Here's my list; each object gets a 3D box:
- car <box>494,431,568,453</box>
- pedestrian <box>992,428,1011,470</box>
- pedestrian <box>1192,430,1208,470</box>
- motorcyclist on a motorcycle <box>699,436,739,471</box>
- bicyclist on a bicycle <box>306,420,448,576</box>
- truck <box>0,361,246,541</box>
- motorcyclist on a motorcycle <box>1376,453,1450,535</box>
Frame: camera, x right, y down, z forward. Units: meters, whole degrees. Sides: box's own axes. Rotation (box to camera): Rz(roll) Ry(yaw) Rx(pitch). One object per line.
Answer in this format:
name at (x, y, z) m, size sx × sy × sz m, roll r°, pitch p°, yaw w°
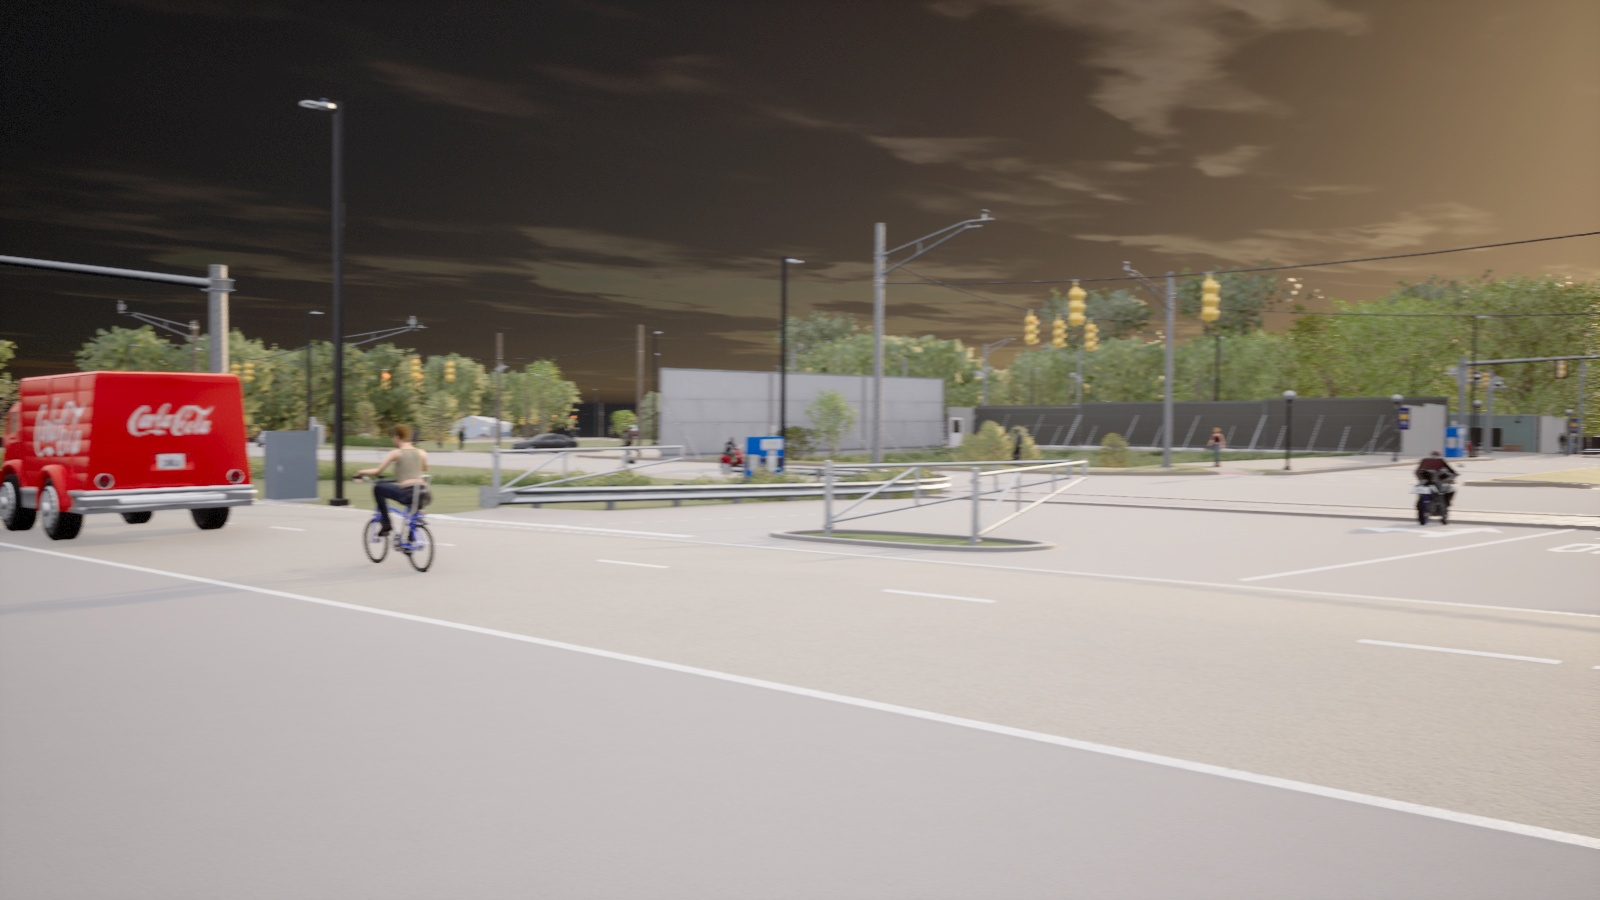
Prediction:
car at (-19.433, -0.558, 90.696) m, size 4.892 × 1.490 × 1.837 m, roll 0°, pitch 2°, yaw -39°
pedestrian at (9.688, -0.060, 60.376) m, size 0.788 × 1.949 × 0.423 m, roll 3°, pitch 3°, yaw 40°
pedestrian at (18.544, 0.020, 58.195) m, size 0.594 × 1.836 × 0.345 m, roll 0°, pitch 2°, yaw -28°
motorcyclist on a motorcycle at (-3.887, 0.157, 60.022) m, size 1.817 × 1.590 × 0.866 m, roll 2°, pitch 2°, yaw 43°
bicyclist on a bicycle at (-4.724, 0.485, 13.988) m, size 1.509 × 1.612 × 0.866 m, roll 3°, pitch 3°, yaw 42°
truck at (-11.267, -0.017, 19.928) m, size 5.204 × 2.467 × 2.627 m, roll 0°, pitch 1°, yaw 42°
motorcyclist on a motorcycle at (12.756, 0.872, 26.087) m, size 0.866 × 1.530 × 2.191 m, roll 2°, pitch 3°, yaw 40°
